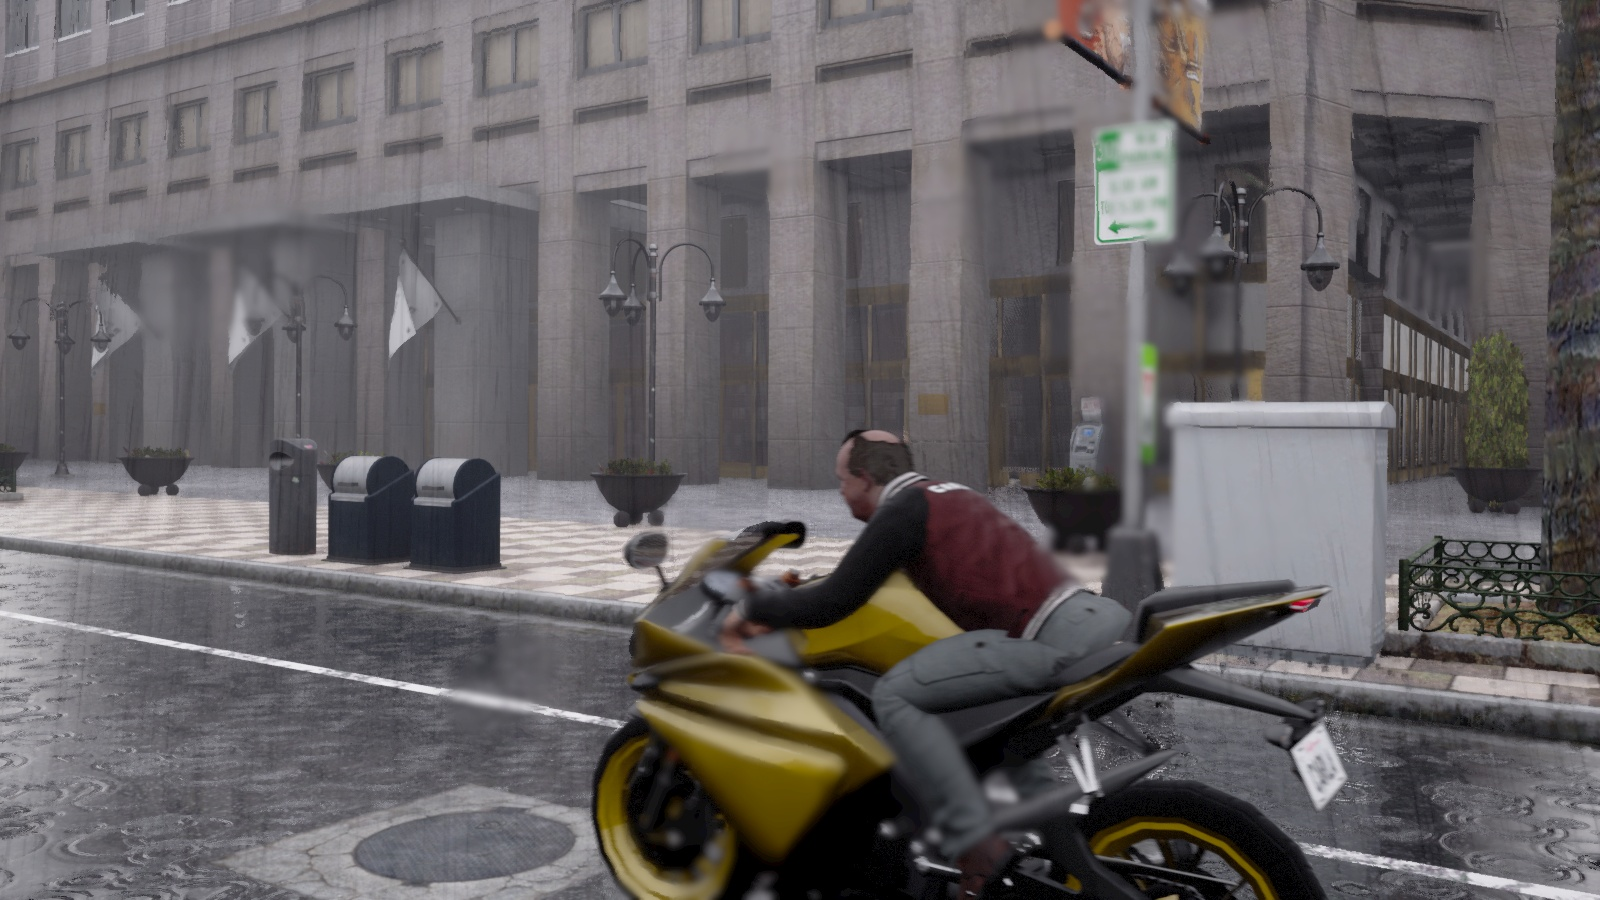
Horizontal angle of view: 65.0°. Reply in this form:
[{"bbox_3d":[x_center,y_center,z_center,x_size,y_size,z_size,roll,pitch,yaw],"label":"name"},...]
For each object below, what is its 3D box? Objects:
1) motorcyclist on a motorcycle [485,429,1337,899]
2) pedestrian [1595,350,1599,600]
[{"bbox_3d":[0.227,0.717,3.473,2.191,1.530,0.866,0,1,34],"label":"motorcyclist on a motorcycle"},{"bbox_3d":[6.773,0.192,9.831,0.873,1.952,0.659,0,1,38],"label":"pedestrian"}]
